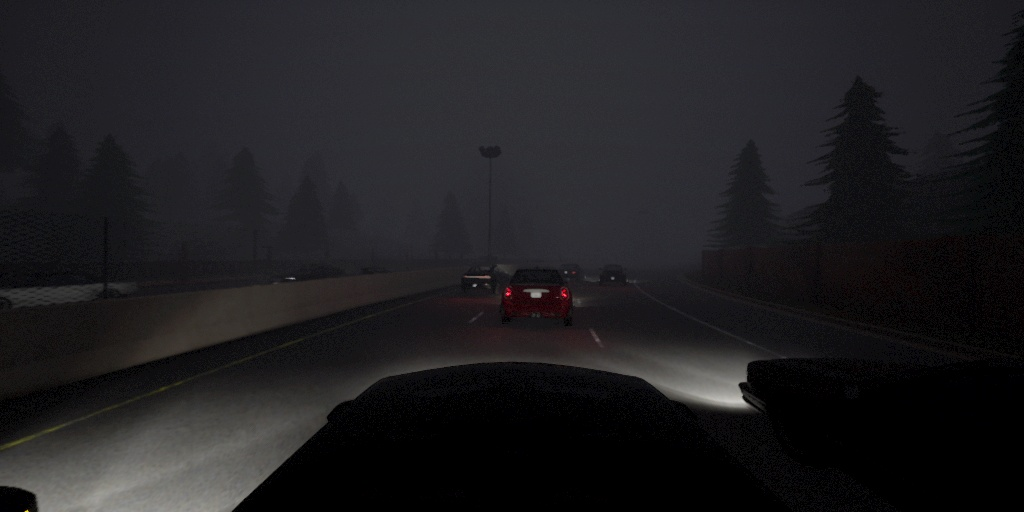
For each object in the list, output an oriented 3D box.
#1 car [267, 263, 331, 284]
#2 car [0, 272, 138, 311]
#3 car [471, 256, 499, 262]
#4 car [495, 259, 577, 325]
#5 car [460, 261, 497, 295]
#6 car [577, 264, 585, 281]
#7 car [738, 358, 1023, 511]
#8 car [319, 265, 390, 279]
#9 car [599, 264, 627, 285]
[{"bbox_3d":[-11.981,1.193,21.262,2.128,1.511,4.902,0,0,12],"label":"car"},{"bbox_3d":[-16.838,1.276,12.806,1.895,1.301,4.718,0,0,7],"label":"car"},{"bbox_3d":[-3.994,0.975,53.559,2.150,2.045,5.566,0,0,29],"label":"car"},{"bbox_3d":[0.912,1.111,12.130,2.097,1.767,4.553,0,0,6],"label":"car"},{"bbox_3d":[-1.356,1.243,19.933,2.128,1.511,4.902,0,0,11],"label":"car"},{"bbox_3d":[5.038,1.333,30.490,2.033,1.411,5.357,0,0,19],"label":"car"},{"bbox_3d":[3.636,1.315,1.854,2.033,1.411,5.357,0,0,1],"label":"car"},{"bbox_3d":[-8.539,1.319,20.873,1.895,1.301,4.718,0,0,12],"label":"car"},{"bbox_3d":[7.445,1.321,26.397,1.812,1.442,4.674,0,0,16],"label":"car"}]
